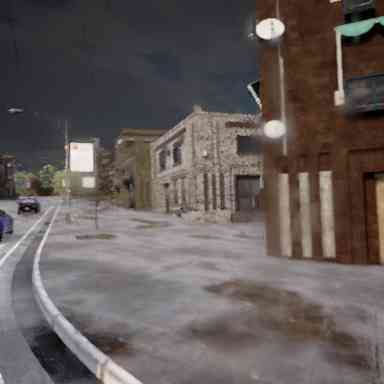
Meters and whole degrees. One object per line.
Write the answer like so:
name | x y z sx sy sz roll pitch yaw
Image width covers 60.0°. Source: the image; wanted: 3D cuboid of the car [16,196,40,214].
car | -17.629 1.508 36.097 1.882 1.535 5.008 -1 0 -21

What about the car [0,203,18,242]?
car | -10.064 1.533 16.317 1.882 1.535 5.008 -1 0 -21
